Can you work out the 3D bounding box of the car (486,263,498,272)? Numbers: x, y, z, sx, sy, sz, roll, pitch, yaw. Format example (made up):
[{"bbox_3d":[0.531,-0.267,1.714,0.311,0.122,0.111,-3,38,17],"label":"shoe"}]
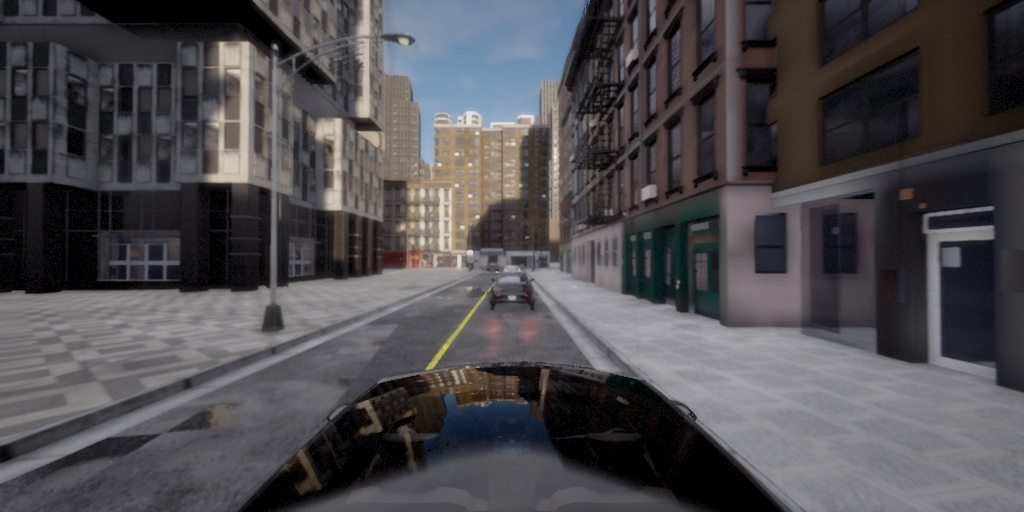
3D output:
[{"bbox_3d":[-3.024,1.761,57.010,1.812,1.442,4.674,0,-1,0],"label":"car"}]

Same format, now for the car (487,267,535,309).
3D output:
[{"bbox_3d":[0.025,1.411,15.757,1.812,1.442,4.674,0,0,1],"label":"car"}]
